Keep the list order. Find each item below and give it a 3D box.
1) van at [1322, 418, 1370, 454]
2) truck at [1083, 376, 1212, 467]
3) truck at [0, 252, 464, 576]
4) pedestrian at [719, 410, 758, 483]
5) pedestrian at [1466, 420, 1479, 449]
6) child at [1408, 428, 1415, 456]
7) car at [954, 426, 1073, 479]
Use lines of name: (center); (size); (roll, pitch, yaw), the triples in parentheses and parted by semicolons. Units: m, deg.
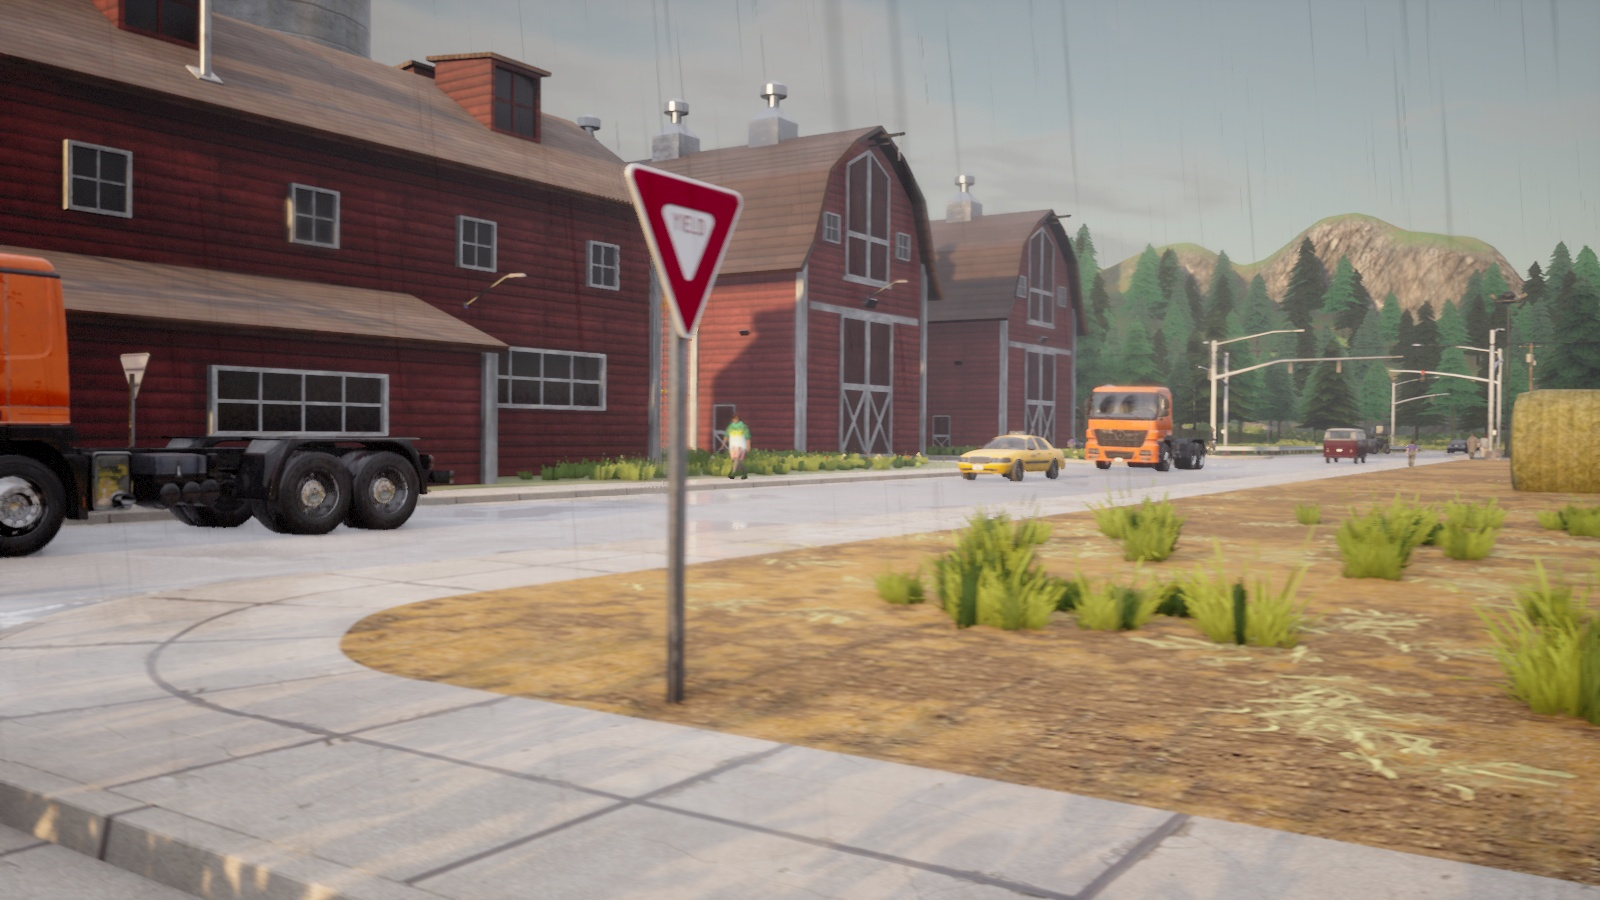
van: (30.917, -0.803, 71.052); (1.775, 1.987, 4.442); (0, 1, 33)
truck: (14.518, -1.180, 52.006); (2.891, 3.462, 7.936); (1, 2, 33)
truck: (-8.435, -0.428, 16.308); (2.891, 3.462, 7.936); (0, 1, 33)
pedestrian: (-1.662, -0.089, 34.094); (0.659, 1.952, 0.873); (0, 1, 31)
pedestrian: (45.367, -1.058, 84.729); (0.659, 1.952, 0.873); (0, 1, 37)
child: (27.736, -0.384, 56.929); (0.270, 1.263, 0.437); (0, 1, 28)
car: (6.915, 0.028, 40.187); (1.801, 1.575, 5.366); (0, 1, 33)
